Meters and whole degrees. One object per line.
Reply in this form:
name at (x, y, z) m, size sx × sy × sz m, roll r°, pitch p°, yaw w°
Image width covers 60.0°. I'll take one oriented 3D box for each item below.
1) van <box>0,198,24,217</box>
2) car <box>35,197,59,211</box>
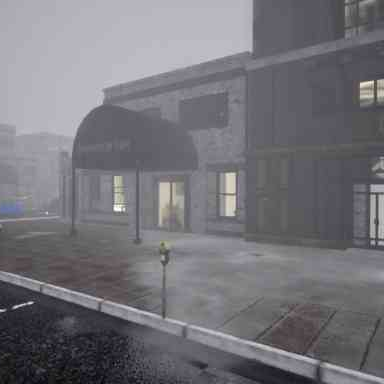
van at (-17.327, 1.415, 29.849) m, size 1.690 × 1.788 × 3.998 m, roll 0°, pitch 0°, yaw 35°
car at (-16.438, 1.413, 41.223) m, size 2.097 × 1.767 × 4.553 m, roll 0°, pitch 0°, yaw 35°
